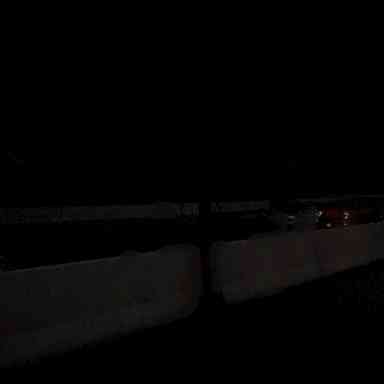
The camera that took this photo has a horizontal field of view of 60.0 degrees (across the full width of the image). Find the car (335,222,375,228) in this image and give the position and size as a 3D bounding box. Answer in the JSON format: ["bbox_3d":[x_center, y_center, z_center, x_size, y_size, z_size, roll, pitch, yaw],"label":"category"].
[{"bbox_3d":[9.704,1.361,20.993,4.553,1.767,2.097,0,0,-42],"label":"car"}]
